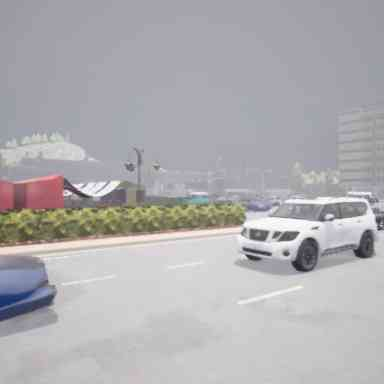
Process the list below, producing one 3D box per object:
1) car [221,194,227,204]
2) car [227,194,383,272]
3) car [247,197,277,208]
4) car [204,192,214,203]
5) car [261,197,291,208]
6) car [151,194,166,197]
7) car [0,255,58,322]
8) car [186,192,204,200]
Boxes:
[{"bbox_3d":[8.096,1.419,63.507,1.970,1.475,3.806,0,0,-35],"label":"car"},{"bbox_3d":[4.061,1.215,11.160,5.566,2.045,2.150,0,0,-36],"label":"car"},{"bbox_3d":[9.690,1.394,46.171,1.784,1.438,3.905,0,0,-35],"label":"car"},{"bbox_3d":[2.667,1.172,80.974,1.932,1.855,4.605,0,0,-35],"label":"car"},{"bbox_3d":[12.059,1.423,47.834,1.970,1.475,3.806,0,0,-35],"label":"car"},{"bbox_3d":[-5.678,1.189,53.719,1.932,1.855,4.605,0,0,-35],"label":"car"},{"bbox_3d":[-4.887,1.549,4.802,5.357,1.411,2.033,0,0,-36],"label":"car"},{"bbox_3d":[0.267,1.177,79.354,1.905,1.878,3.866,0,0,-35],"label":"car"}]
